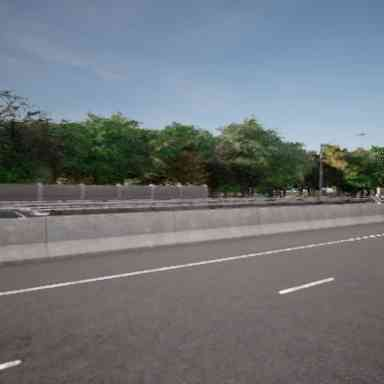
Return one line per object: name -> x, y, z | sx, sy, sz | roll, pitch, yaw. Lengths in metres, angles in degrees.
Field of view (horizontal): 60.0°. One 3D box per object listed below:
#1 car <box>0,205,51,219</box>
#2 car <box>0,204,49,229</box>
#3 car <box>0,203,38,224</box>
car -> -9.086, 1.507, 14.703 | 4.892, 1.490, 1.837 | 0, 0, -35
car -> -11.663, 1.567, 21.459 | 4.181, 1.385, 1.994 | 0, 0, -35
car -> -13.737, 1.567, 24.276 | 4.181, 1.385, 1.994 | 0, 0, -35
